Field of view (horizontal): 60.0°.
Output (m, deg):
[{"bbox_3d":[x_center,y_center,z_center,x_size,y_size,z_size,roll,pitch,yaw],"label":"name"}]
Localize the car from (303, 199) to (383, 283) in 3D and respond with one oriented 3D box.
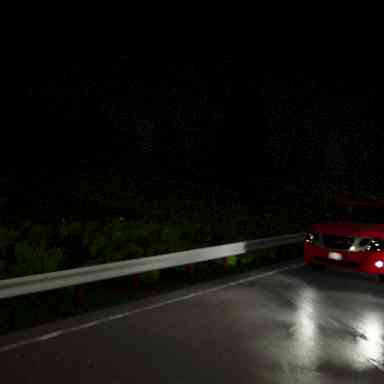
[{"bbox_3d":[5.527,1.233,10.007,5.566,2.045,2.150,1,0,-43],"label":"car"}]
